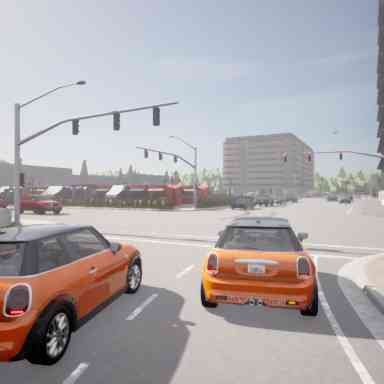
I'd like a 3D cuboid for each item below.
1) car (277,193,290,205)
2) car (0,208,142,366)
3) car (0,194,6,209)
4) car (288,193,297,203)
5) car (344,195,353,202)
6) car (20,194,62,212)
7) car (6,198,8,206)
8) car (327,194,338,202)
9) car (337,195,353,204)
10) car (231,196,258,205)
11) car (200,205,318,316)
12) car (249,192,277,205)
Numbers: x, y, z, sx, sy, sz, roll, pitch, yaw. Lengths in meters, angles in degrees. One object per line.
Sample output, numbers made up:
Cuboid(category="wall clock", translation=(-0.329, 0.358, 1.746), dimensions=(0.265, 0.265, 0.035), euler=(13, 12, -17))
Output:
Cuboid(category="car", translation=(15.713, 1.488, 60.382), dimensions=(2.128, 1.511, 4.902), euler=(0, 0, 28))
Cuboid(category="car", translation=(-2.494, 1.352, 6.118), dimensions=(2.097, 1.767, 4.553), euler=(0, 0, 10))
Cuboid(category="car", translation=(-25.282, 1.275, 39.642), dimensions=(5.566, 2.045, 2.150), euler=(0, 0, 28))
Cuboid(category="car", translation=(20.652, 1.221, 69.738), dimensions=(2.150, 2.045, 5.566), euler=(0, 0, 27))
Cuboid(category="car", translation=(36.687, 1.495, 77.809), dimensions=(1.837, 1.490, 4.892), euler=(0, 0, 27))
Cuboid(category="car", translation=(-16.132, 1.275, 34.793), dimensions=(5.566, 2.045, 2.150), euler=(0, 0, 28))
Cuboid(category="car", translation=(-27.273, 1.274, 44.892), dimensions=(5.566, 2.045, 2.150), euler=(0, 0, 28))
Cuboid(category="car", translation=(33.550, 1.350, 79.364), dimensions=(2.097, 1.767, 4.553), euler=(0, 0, 27))
Cuboid(category="car", translation=(30.192, 1.592, 65.299), dimensions=(1.895, 1.301, 4.718), euler=(0, 0, 27))
Cuboid(category="car", translation=(6.598, 1.598, 42.946), dimensions=(1.895, 1.301, 4.718), euler=(0, 0, 28))
Cuboid(category="car", translation=(1.622, 1.352, 7.828), dimensions=(2.097, 1.767, 4.553), euler=(0, 0, 14))
Cuboid(category="car", translation=(11.095, 1.218, 51.558), dimensions=(2.150, 2.045, 5.566), euler=(0, 0, 28))
